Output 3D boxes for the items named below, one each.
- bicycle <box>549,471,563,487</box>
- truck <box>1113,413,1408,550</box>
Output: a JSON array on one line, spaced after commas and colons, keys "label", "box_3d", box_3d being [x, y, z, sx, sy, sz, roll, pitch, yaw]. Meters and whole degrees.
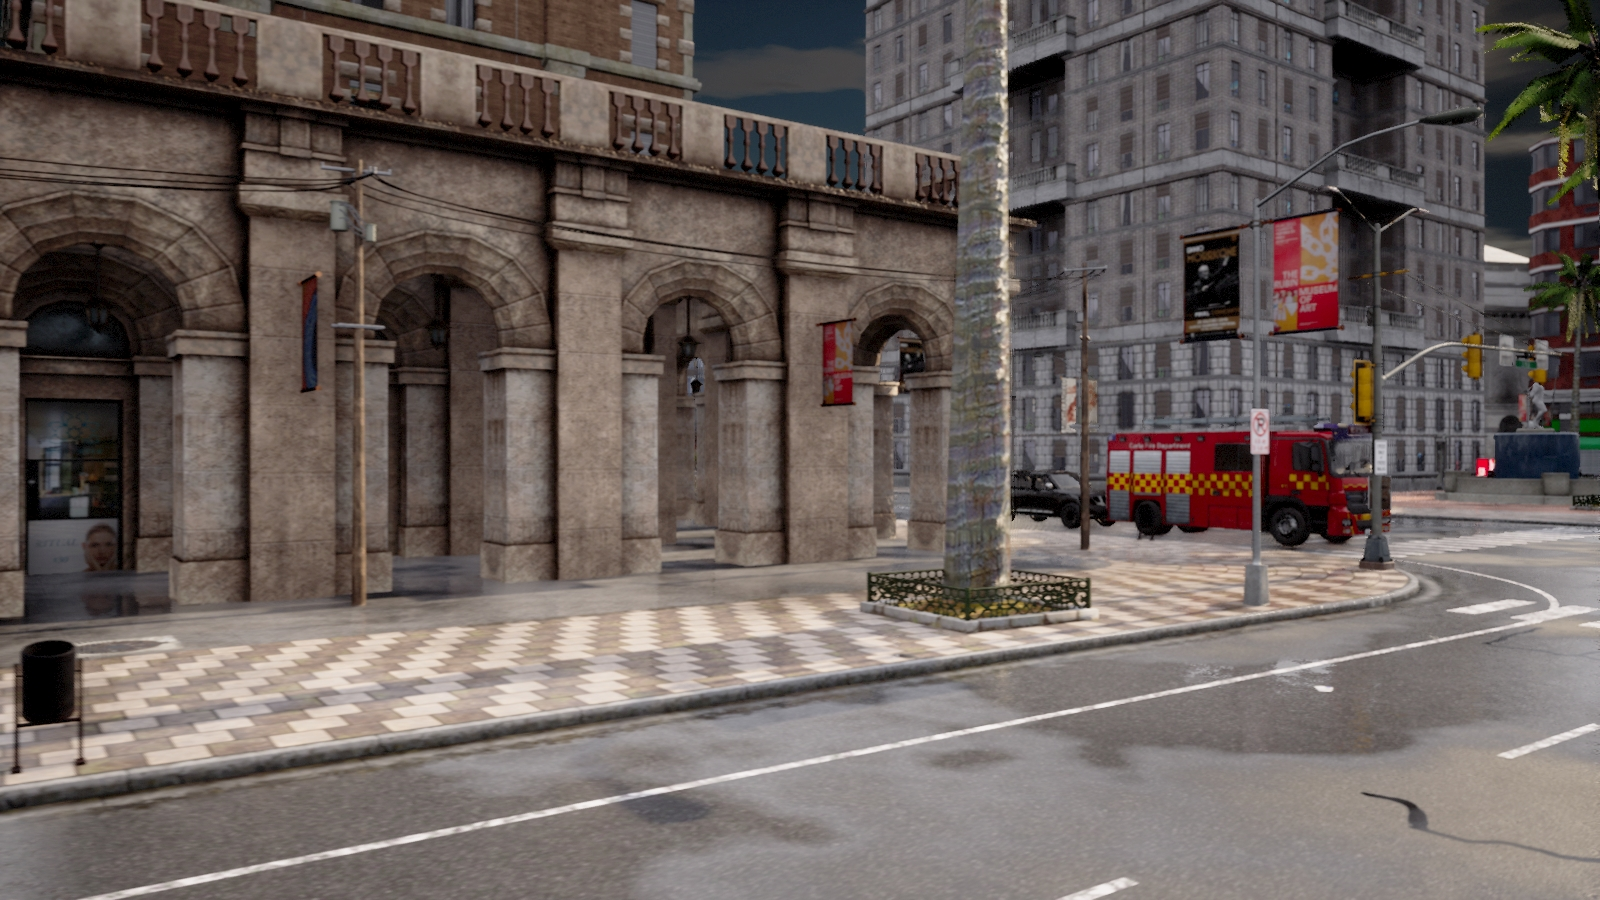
[{"label": "bicycle", "box_3d": [-18.675, 2.195, 87.462, 0.329, 1.171, 1.835, 0, 0, -37]}, {"label": "truck", "box_3d": [14.196, 0.877, 36.056, 2.891, 3.827, 8.468, 0, 0, -34]}]
